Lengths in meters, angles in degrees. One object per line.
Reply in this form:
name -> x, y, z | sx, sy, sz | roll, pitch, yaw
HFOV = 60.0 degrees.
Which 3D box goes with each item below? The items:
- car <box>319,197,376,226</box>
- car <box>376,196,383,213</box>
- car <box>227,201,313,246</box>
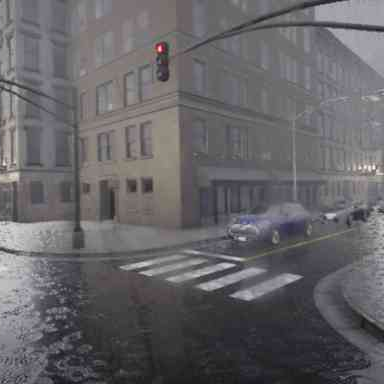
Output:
car -> 9.866, 1.256, 21.507 | 2.128, 1.511, 4.902 | -1, 0, 44
car -> 16.412, 1.117, 28.408 | 2.128, 1.511, 4.902 | -1, 0, 44
car -> 3.555, 1.250, 14.891 | 2.097, 1.767, 4.553 | -1, 0, 44
